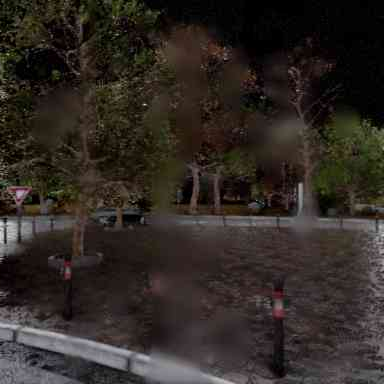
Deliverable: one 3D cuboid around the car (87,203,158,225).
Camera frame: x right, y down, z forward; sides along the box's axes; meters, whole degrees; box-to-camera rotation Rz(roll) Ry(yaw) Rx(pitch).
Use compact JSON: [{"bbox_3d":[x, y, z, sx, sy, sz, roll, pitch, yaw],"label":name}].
[{"bbox_3d":[-4.846,1.555,23.475,4.902,1.511,2.128,0,-1,-14],"label":"car"}]
